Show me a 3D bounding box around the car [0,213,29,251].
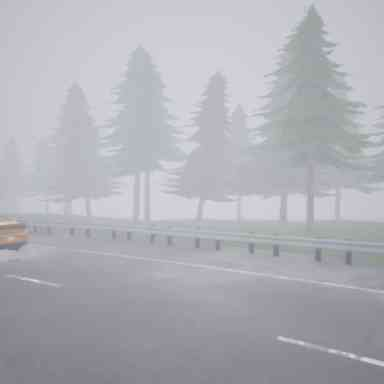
[{"bbox_3d":[-8.364,1.439,12.416,5.008,1.535,1.882,0,0,26],"label":"car"}]
